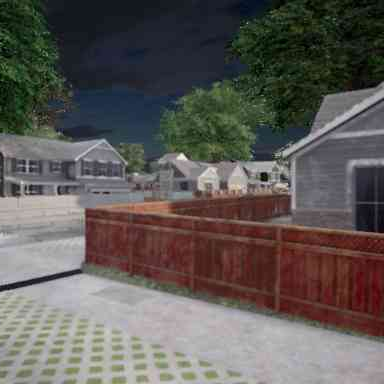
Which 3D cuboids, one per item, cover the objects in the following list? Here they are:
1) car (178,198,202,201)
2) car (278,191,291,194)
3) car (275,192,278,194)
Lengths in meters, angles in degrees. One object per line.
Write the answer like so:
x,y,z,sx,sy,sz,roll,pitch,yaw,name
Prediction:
0.105,1.136,24.625,2.033,1.411,5.357,0,1,35,car
13.346,0.679,43.553,1.837,1.490,4.892,0,1,35,car
12.869,0.643,47.667,2.033,1.411,5.357,0,1,35,car
